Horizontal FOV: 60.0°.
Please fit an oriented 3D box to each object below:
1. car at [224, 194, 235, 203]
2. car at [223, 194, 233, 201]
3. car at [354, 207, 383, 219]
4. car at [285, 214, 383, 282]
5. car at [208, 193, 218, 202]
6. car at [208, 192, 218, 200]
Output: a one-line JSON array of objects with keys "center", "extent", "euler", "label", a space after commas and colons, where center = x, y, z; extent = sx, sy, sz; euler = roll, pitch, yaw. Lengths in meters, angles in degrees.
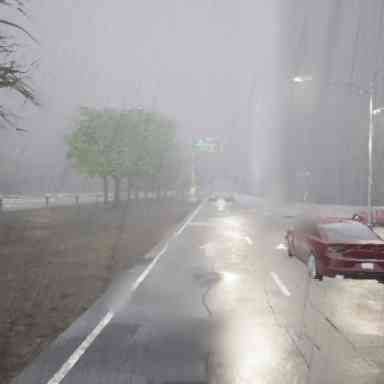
[{"center": [7.766, 1.402, 67.861], "extent": [2.128, 1.511, 4.902], "euler": [1, 0, 4], "label": "car"}, {"center": [8.432, 1.212, 78.258], "extent": [2.128, 1.511, 4.902], "euler": [1, 0, 4], "label": "car"}, {"center": [12.829, 1.681, 21.834], "extent": [4.181, 1.385, 1.994], "euler": [1, 0, -1], "label": "car"}, {"center": [4.161, 1.528, 10.041], "extent": [1.882, 1.535, 5.008], "euler": [1, 0, 4], "label": "car"}, {"center": [4.273, 1.376, 68.085], "extent": [2.033, 1.411, 5.357], "euler": [1, 0, 4], "label": "car"}, {"center": [4.941, 0.985, 78.451], "extent": [2.097, 1.767, 4.553], "euler": [1, 0, 4], "label": "car"}]
